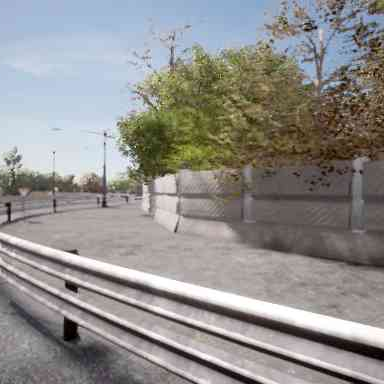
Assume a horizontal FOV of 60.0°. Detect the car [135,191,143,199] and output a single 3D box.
[{"bbox_3d":[-14.530,0.863,93.410,2.150,2.045,5.566,0,0,4],"label":"car"}]
